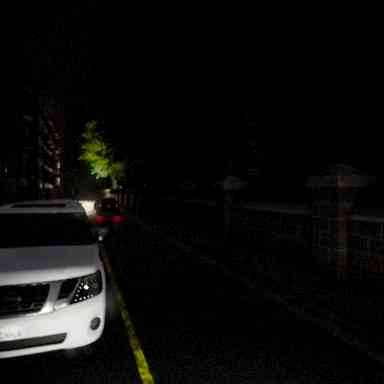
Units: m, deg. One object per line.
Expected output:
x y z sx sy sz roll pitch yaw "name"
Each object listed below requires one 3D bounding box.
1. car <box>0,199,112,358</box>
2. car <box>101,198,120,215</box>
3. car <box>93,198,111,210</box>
-2.883 1.221 6.340 2.150 2.045 5.566 0 0 -18 "car"
-8.650 1.366 33.940 2.097 1.767 4.553 0 0 -18 "car"
-11.726 1.583 43.340 1.994 1.385 4.181 0 0 -19 "car"
